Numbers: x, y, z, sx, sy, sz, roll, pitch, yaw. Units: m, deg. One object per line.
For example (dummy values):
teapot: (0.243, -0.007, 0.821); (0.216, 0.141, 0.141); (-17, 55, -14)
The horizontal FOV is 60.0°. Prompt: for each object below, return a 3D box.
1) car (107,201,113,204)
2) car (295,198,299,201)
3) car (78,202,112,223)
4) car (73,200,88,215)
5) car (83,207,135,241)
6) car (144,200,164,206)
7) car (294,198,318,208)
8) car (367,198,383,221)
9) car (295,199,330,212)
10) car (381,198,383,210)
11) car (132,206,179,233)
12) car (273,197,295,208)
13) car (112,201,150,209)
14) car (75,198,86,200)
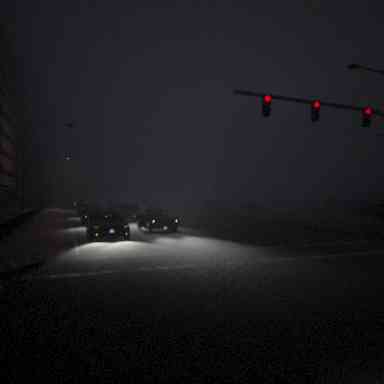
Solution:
car: (-9.912, 1.953, 41.785); (1.837, 1.490, 4.892); (1, 0, -21)
car: (19.657, 2.246, 63.864); (1.784, 1.438, 3.905); (1, -1, -21)
car: (-7.683, 1.798, 26.139); (1.812, 1.442, 4.674); (1, -1, -21)
car: (-11.551, 1.920, 36.232); (2.033, 1.411, 5.357); (1, -1, -21)
car: (-4.611, 1.757, 18.077); (1.994, 1.385, 4.181); (1, -1, -21)
car: (-5.504, 2.101, 50.211); (1.812, 1.442, 4.674); (1, -1, -20)
car: (22.150, 2.062, 64.863); (1.932, 1.855, 4.605); (1, -1, -21)
car: (17.829, 1.598, 28.412); (1.932, 1.855, 4.605); (1, -1, -21)
car: (16.901, 2.055, 46.675); (1.970, 1.475, 3.806); (1, -1, -21)
car: (32.673, 1.975, 52.743); (1.932, 1.855, 4.605); (1, -1, -21)
car: (-2.375, 1.854, 22.026); (1.895, 1.301, 4.718); (1, -1, -21)
car: (16.949, 2.250, 62.840); (1.970, 1.475, 3.806); (1, -1, -21)
car: (-5.702, 1.831, 30.733); (2.128, 1.511, 4.902); (1, -1, -21)
car: (-16.979, 1.677, 50.696); (2.097, 1.767, 4.553); (1, -1, -21)
